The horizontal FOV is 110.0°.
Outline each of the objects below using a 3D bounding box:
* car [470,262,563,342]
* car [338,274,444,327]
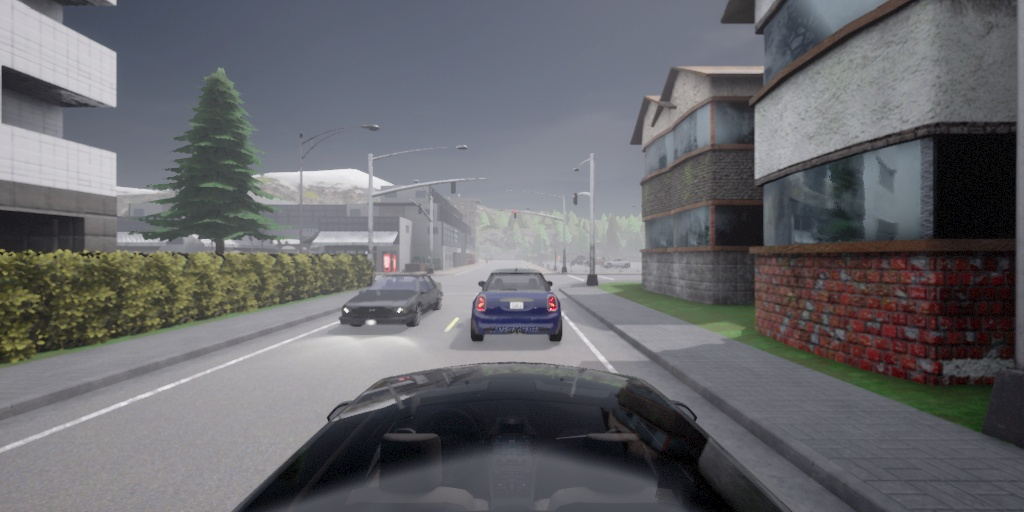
[{"bbox_3d":[0.102,1.103,9.964,2.097,1.767,4.553,0,0,0],"label":"car"},{"bbox_3d":[-3.551,1.299,11.744,2.033,1.411,5.357,0,0,1],"label":"car"}]
